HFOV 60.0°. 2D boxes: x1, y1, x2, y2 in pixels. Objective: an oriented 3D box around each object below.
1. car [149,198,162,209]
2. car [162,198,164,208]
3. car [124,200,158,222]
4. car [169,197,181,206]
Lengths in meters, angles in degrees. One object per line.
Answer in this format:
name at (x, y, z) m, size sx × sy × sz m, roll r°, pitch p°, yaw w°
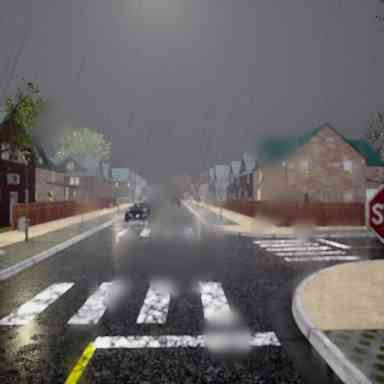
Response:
car at (-4.550, 1.552, 35.384) m, size 2.033 × 1.411 × 5.357 m, roll 0°, pitch 0°, yaw -3°
car at (-5.095, 1.569, 45.135) m, size 1.812 × 1.442 × 4.674 m, roll 0°, pitch 0°, yaw -3°
car at (-4.011, 1.547, 26.016) m, size 1.994 × 1.385 × 4.181 m, roll 0°, pitch 0°, yaw -2°
car at (-2.814, 1.597, 55.030) m, size 1.837 × 1.490 × 4.892 m, roll 0°, pitch 0°, yaw -3°
